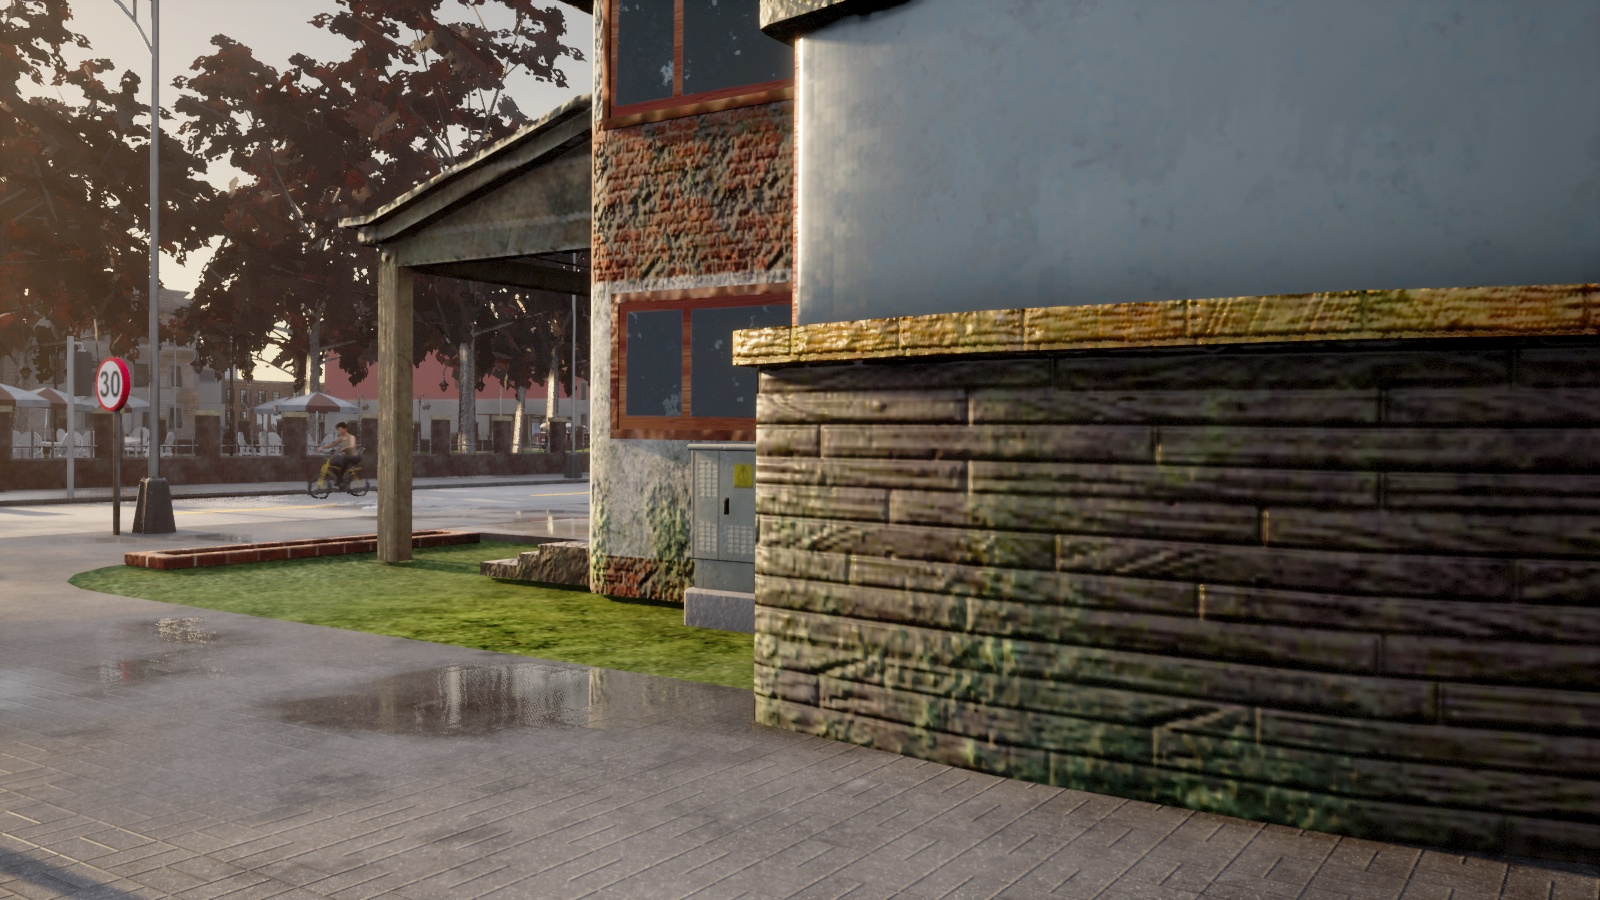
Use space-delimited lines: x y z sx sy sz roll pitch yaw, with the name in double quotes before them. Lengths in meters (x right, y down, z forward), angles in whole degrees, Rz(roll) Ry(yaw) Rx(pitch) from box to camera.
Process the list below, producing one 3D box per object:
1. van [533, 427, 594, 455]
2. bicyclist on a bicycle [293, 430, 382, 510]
"van" -18.045 -0.693 96.037 2.069 2.038 4.480 0 1 34
"bicyclist on a bicycle" -9.730 0.395 26.471 0.866 1.612 1.509 0 2 33
